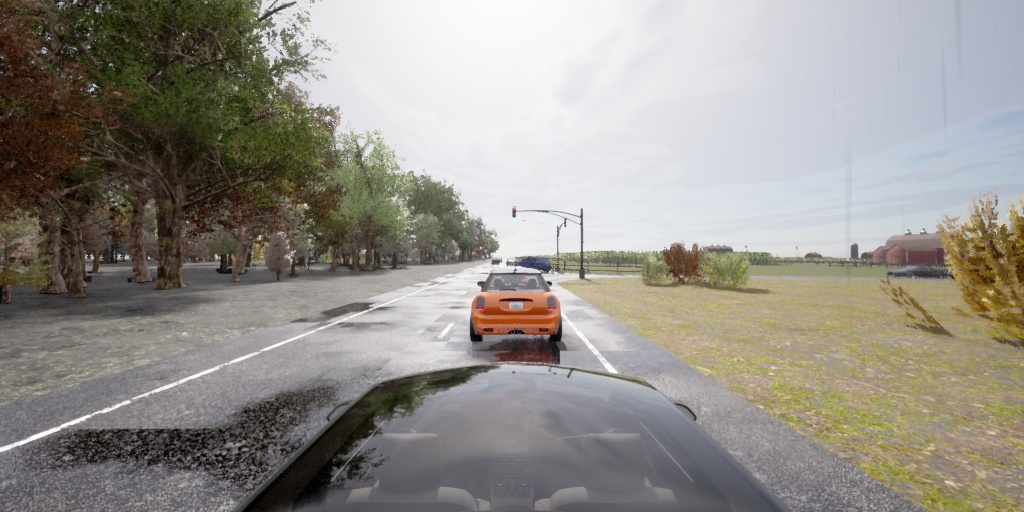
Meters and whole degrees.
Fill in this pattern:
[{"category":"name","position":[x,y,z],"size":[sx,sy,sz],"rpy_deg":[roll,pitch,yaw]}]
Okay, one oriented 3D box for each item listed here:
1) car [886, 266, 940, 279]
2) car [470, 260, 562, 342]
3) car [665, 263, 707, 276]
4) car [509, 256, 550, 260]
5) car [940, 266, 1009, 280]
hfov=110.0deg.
[{"category":"car","position":[46.509,1.863,41.208],"size":[5.357,1.411,2.033],"rpy_deg":[1,-1,1]},{"category":"car","position":[0.083,1.104,9.954],"size":[2.097,1.767,4.553],"rpy_deg":[0,0,0]},{"category":"car","position":[19.972,1.517,41.302],"size":[4.902,1.511,2.128],"rpy_deg":[1,-1,0]},{"category":"car","position":[2.618,1.016,46.267],"size":[2.150,2.045,5.566],"rpy_deg":[-1,2,-41]},{"category":"car","position":[48.898,1.772,37.610],"size":[4.902,1.511,2.128],"rpy_deg":[1,-1,1]}]
